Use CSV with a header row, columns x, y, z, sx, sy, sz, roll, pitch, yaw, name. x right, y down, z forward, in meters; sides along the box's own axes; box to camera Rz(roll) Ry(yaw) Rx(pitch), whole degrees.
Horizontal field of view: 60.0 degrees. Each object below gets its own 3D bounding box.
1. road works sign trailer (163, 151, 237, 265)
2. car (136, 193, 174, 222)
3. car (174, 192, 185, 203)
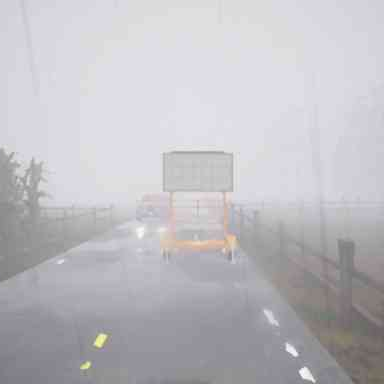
x,y,z,sx,sy,sz,roll,pitch,yaw,name
0.196,0.394,11.420,2.380,3.560,2.880,0,0,-2,road works sign trailer
-2.798,1.121,25.278,2.150,2.045,5.566,0,0,0,car
-2.640,1.117,66.288,2.150,2.045,5.566,0,0,1,car
